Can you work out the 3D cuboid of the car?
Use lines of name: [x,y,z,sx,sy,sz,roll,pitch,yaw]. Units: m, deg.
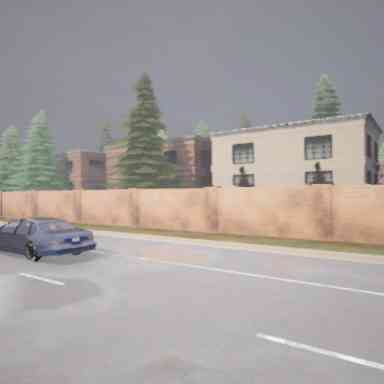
car: [-5.897,1.649,12.496,5.357,1.411,2.033,-1,0,35]
